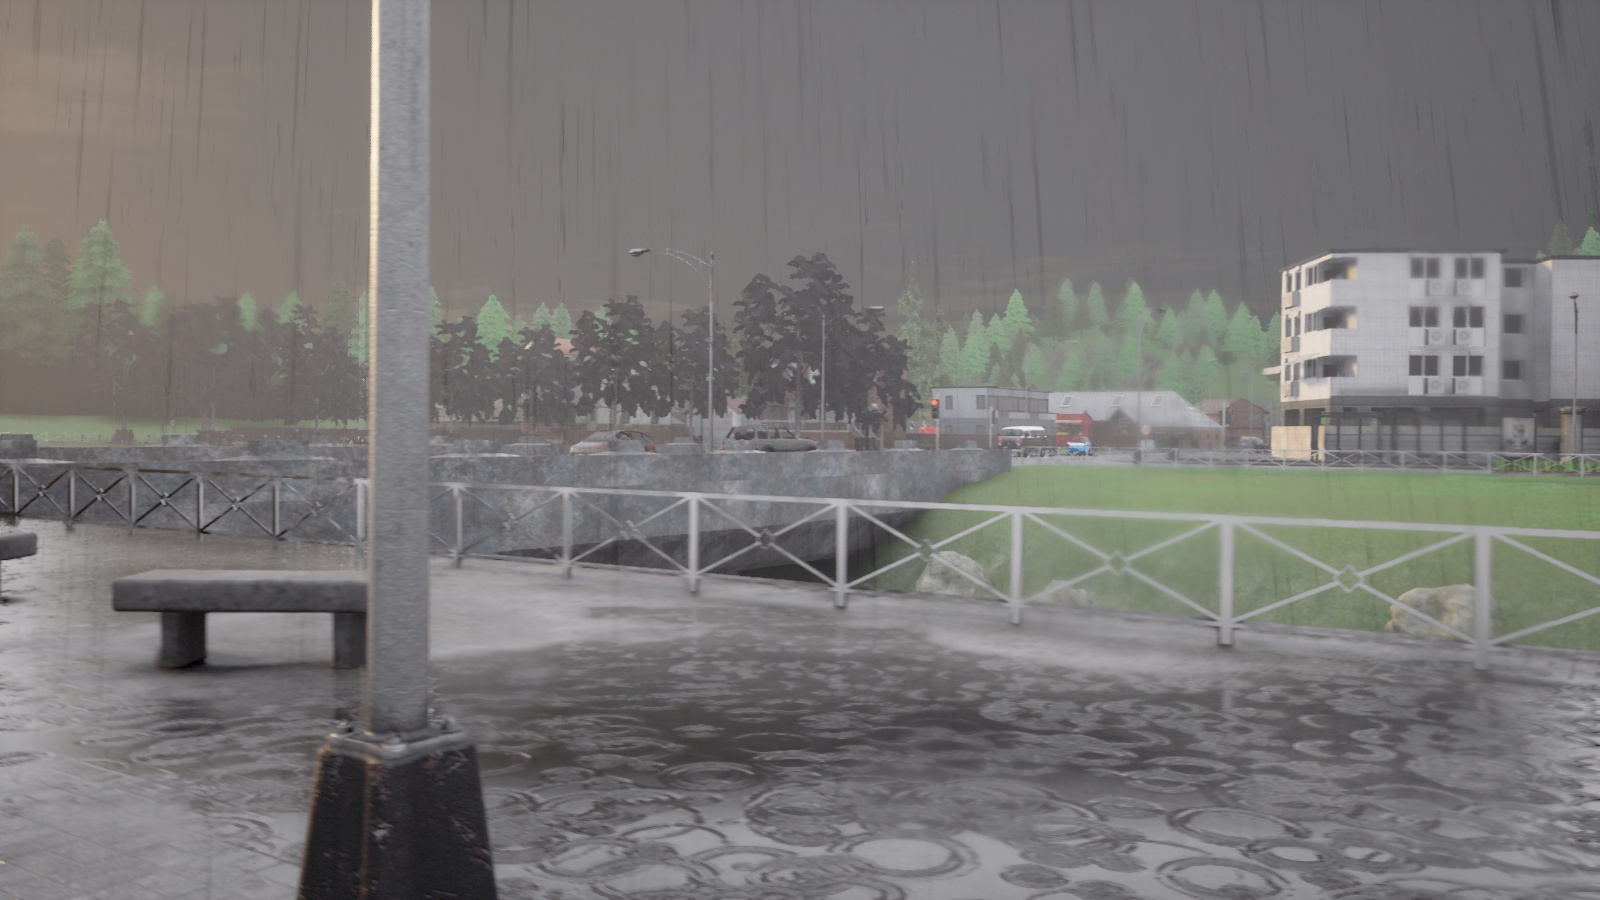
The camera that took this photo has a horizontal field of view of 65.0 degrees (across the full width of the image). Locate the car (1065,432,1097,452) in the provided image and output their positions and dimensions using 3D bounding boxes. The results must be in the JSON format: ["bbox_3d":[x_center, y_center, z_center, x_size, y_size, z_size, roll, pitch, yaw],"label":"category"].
[{"bbox_3d":[19.733,-0.596,88.136,1.481,1.376,2.207,0,1,34],"label":"car"}]

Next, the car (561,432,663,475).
[{"bbox_3d":[-7.102,0.123,47.710,1.789,1.549,3.705,0,1,34],"label":"car"}]

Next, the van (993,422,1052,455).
[{"bbox_3d":[14.187,-0.763,79.781,2.069,2.038,4.480,0,1,34],"label":"van"}]

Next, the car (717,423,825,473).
[{"bbox_3d":[-1.085,-0.119,49.604,1.932,1.855,4.605,0,1,35],"label":"car"}]
